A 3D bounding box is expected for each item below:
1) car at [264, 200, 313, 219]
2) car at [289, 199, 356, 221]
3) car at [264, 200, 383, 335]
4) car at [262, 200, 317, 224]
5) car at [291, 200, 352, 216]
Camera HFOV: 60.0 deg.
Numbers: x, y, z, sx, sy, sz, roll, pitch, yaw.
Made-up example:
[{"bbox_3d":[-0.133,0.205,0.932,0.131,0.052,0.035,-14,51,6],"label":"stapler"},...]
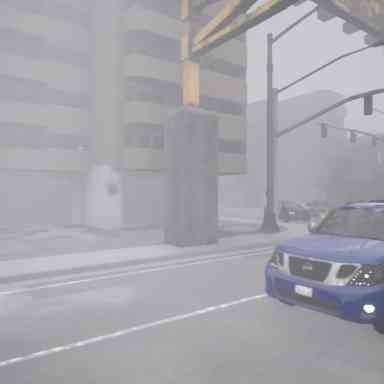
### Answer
[{"bbox_3d":[7.398,1.293,25.997,1.853,1.218,4.536,0,0,-11],"label":"car"},{"bbox_3d":[10.974,1.450,28.110,4.974,1.542,2.038,0,0,34],"label":"car"},{"bbox_3d":[3.981,1.220,6.982,5.566,2.045,2.150,0,0,-37],"label":"car"},{"bbox_3d":[7.408,1.450,25.946,2.038,1.542,4.974,0,0,-11],"label":"car"},{"bbox_3d":[10.931,1.292,28.139,4.536,1.218,1.853,0,0,34],"label":"car"}]
